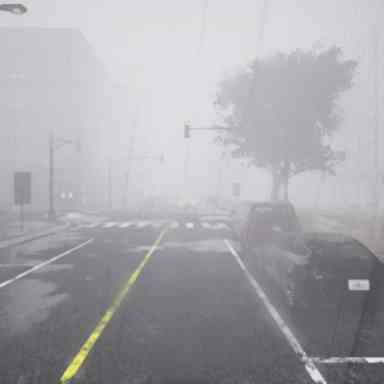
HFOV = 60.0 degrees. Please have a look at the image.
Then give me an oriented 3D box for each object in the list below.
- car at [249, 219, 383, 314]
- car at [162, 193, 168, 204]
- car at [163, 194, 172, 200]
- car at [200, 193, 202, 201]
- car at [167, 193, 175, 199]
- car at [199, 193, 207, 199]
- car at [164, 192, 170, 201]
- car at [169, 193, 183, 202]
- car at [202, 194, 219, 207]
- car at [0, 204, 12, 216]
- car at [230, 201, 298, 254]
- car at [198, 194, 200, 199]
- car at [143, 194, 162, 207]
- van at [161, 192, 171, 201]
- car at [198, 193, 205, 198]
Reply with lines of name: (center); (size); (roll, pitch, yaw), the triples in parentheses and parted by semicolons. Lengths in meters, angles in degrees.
car: (2.693, 1.523, 7.446); (1.947, 1.339, 4.313); (0, 0, 0)
car: (-5.679, 1.253, 56.424); (2.008, 1.369, 4.403); (0, 0, 0)
car: (-5.675, 1.187, 78.554); (1.802, 1.307, 4.206); (0, 0, 0)
car: (2.701, 1.227, 56.592); (1.752, 1.417, 4.829); (0, 0, 0)
car: (-5.674, 0.998, 89.619); (1.967, 1.590, 4.097); (0, 0, 0)
car: (2.706, 1.106, 84.255); (1.752, 1.417, 4.829); (0, 0, 0)
car: (-5.677, 1.093, 67.488); (1.967, 1.590, 4.097); (0, 0, 0)
car: (-2.988, 1.159, 66.517); (1.837, 1.490, 4.892); (0, 1, 0)
car: (2.699, 1.299, 45.357); (1.887, 1.381, 4.507); (0, 0, 0)
car: (-16.421, 1.194, 25.953); (4.403, 1.369, 2.008); (1, -1, -1)
car: (2.695, 1.241, 12.968); (2.192, 1.841, 5.009); (0, 0, 0)
car: (2.704, 1.211, 73.019); (1.802, 1.307, 4.206); (0, 0, 0)
car: (-5.681, 1.305, 45.358); (2.008, 1.369, 4.403); (0, 0, 0)
van: (-5.676, 0.970, 73.021); (1.690, 1.788, 3.998); (0, 0, 0)
car: (2.708, 1.081, 95.151); (1.887, 1.381, 4.507); (0, 0, 0)
